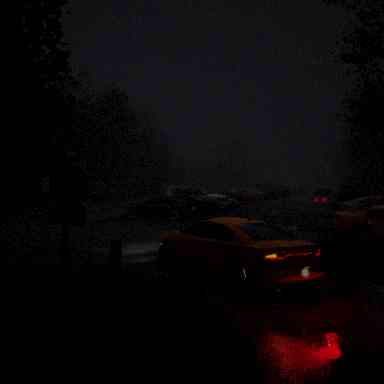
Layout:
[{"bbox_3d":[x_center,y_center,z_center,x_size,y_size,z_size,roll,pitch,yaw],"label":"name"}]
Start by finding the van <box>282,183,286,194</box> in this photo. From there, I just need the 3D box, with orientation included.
[{"bbox_3d":[11.907,-0.484,52.314,4.442,1.987,1.878,1,2,24],"label":"van"}]

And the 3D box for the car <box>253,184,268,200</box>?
[{"bbox_3d":[5.934,0.212,39.943,5.366,1.575,1.946,1,3,24],"label":"car"}]

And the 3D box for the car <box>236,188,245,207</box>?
[{"bbox_3d":[1.620,0.672,29.583,5.366,1.575,1.946,1,3,24],"label":"car"}]

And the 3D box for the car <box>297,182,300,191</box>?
[{"bbox_3d":[18.697,-0.792,67.524,4.892,1.521,2.231,1,2,24],"label":"car"}]

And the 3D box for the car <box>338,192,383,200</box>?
[{"bbox_3d":[9.984,1.086,16.766,4.553,1.767,2.185,1,3,24],"label":"car"}]

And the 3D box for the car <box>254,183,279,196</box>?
[{"bbox_3d":[9.529,-0.205,47.305,4.553,1.767,2.185,1,2,24],"label":"car"}]

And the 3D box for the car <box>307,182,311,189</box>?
[{"bbox_3d":[26.781,-1.665,85.176,5.566,2.045,2.435,1,2,24],"label":"car"}]

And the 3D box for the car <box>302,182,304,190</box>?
[{"bbox_3d":[22.125,-1.185,75.105,4.553,1.767,2.185,1,2,24],"label":"car"}]

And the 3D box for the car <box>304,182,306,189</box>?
[{"bbox_3d":[23.299,-1.148,77.624,5.008,1.535,2.097,1,2,24],"label":"car"}]

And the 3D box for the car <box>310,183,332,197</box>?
[{"bbox_3d":[18.430,-0.060,47.292,2.128,1.511,4.902,1,2,24],"label":"car"}]

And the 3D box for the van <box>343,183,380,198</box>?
[{"bbox_3d":[23.780,-0.276,46.832,4.442,1.987,1.878,1,2,24],"label":"van"}]

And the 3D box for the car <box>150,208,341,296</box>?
[{"bbox_3d":[0.899,1.383,8.501,1.882,1.535,5.008,2,-1,-31],"label":"car"}]

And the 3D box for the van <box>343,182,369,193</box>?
[{"bbox_3d":[31.868,-0.900,64.584,4.442,1.987,1.878,1,2,24],"label":"van"}]

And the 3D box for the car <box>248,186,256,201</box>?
[{"bbox_3d":[3.583,0.440,34.785,5.366,1.575,1.946,1,3,24],"label":"car"}]

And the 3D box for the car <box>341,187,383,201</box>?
[{"bbox_3d":[20.258,0.252,39.322,4.792,1.488,2.163,1,2,24],"label":"car"}]

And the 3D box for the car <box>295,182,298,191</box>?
[{"bbox_3d":[17.558,-0.703,64.993,4.892,1.521,2.231,1,2,24],"label":"car"}]

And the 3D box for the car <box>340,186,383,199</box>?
[{"bbox_3d":[22.531,0.036,44.367,5.008,1.535,2.097,1,2,24],"label":"car"}]

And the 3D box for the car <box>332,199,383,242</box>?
[{"bbox_3d":[8.803,1.323,14.267,5.008,1.535,2.097,1,3,24],"label":"car"}]

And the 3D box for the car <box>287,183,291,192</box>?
[{"bbox_3d":[14.074,-0.408,57.434,4.792,1.488,2.163,1,2,24],"label":"car"}]

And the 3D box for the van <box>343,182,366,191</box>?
[{"bbox_3d":[36.459,-1.255,74.662,4.442,1.987,1.878,1,2,24],"label":"van"}]

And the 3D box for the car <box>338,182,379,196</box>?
[{"bbox_3d":[25.944,-0.481,51.930,5.566,2.045,2.435,1,2,24],"label":"car"}]

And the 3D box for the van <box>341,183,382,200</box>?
[{"bbox_3d":[21.274,-0.099,41.872,4.442,1.987,1.878,1,2,24],"label":"van"}]

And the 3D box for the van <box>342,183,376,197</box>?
[{"bbox_3d":[24.716,-0.369,49.449,4.442,1.987,1.878,1,2,24],"label":"van"}]

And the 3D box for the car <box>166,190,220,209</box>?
[{"bbox_3d":[-0.844,0.898,24.610,5.008,1.535,2.097,1,3,24],"label":"car"}]

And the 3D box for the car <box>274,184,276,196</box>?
[{"bbox_3d":[8.343,0.016,44.798,4.892,1.521,2.231,1,3,24],"label":"car"}]

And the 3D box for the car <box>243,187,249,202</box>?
[{"bbox_3d":[2.608,0.560,32.182,4.892,1.521,2.231,1,3,24],"label":"car"}]

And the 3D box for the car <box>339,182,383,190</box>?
[{"bbox_3d":[15.669,0.402,29.241,5.566,2.045,2.435,1,3,24],"label":"car"}]

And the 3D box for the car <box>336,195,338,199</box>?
[{"bbox_3d":[11.025,1.132,19.203,4.792,1.488,2.163,1,3,24],"label":"car"}]

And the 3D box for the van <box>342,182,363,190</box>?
[{"bbox_3d":[38.546,-1.436,79.805,4.442,1.987,1.878,1,2,24],"label":"van"}]

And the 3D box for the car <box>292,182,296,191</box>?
[{"bbox_3d":[16.233,-0.621,62.548,5.366,1.575,1.946,1,2,24],"label":"car"}]

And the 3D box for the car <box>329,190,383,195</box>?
[{"bbox_3d":[13.179,0.872,24.304,5.366,1.575,1.946,1,3,24],"label":"car"}]

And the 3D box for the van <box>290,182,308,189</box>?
[{"bbox_3d":[28.943,-1.745,90.275,4.442,1.987,1.878,1,1,24],"label":"van"}]

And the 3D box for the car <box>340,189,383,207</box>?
[{"bbox_3d":[16.765,0.569,31.794,4.792,1.488,2.163,1,3,24],"label":"car"}]

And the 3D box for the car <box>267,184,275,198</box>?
[{"bbox_3d":[7.371,0.116,42.202,5.366,1.575,1.946,1,3,24],"label":"car"}]

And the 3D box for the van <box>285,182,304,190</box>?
[{"bbox_3d":[25.499,-1.553,82.712,4.442,1.987,1.878,1,2,24],"label":"van"}]

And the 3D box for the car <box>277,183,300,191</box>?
[{"bbox_3d":[20.975,-1.096,72.580,4.553,1.767,2.185,1,2,24],"label":"car"}]

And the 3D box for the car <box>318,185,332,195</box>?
[{"bbox_3d":[22.697,-0.404,56.657,1.882,1.535,5.008,1,2,24],"label":"car"}]

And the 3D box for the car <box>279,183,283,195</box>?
[{"bbox_3d":[10.676,-0.141,49.834,4.792,1.488,2.163,1,2,24],"label":"car"}]

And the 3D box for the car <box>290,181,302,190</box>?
[{"bbox_3d":[19.684,-0.887,70.123,5.366,1.575,1.946,1,2,24],"label":"car"}]

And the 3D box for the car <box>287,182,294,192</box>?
[{"bbox_3d":[15.225,-0.497,59.959,4.792,1.488,2.163,1,2,24],"label":"car"}]

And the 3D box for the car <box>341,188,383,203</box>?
[{"bbox_3d":[19.164,0.348,36.922,4.792,1.488,2.163,1,3,24],"label":"car"}]

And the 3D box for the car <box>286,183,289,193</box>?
[{"bbox_3d":[12.924,-0.320,54.909,4.792,1.488,2.163,1,2,24],"label":"car"}]

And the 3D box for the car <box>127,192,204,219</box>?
[{"bbox_3d":[-2.026,1.040,22.101,4.792,1.488,2.163,1,3,24],"label":"car"}]

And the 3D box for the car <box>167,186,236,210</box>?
[{"bbox_3d":[0.326,0.534,27.113,5.566,2.045,2.435,1,3,24],"label":"car"}]
